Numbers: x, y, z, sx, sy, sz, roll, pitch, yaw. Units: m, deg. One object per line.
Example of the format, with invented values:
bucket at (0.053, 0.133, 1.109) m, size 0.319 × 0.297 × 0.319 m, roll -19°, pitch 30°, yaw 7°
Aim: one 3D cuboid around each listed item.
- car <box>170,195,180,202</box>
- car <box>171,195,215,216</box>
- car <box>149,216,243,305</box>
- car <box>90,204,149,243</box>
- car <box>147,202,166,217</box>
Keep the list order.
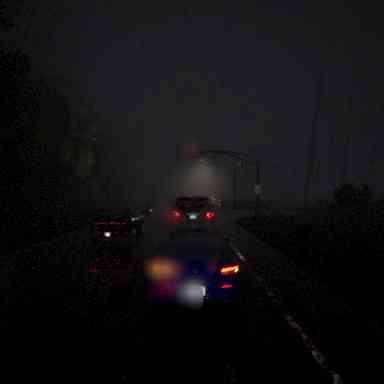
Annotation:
car at (-3.773, 1.502, 74.778) m, size 1.837 × 1.490 × 4.892 m, roll 0°, pitch 0°, yaw 0°
car at (0.036, 1.226, 17.645) m, size 2.150 × 2.045 × 5.566 m, roll 0°, pitch 0°, yaw 0°
car at (0.076, 1.528, 7.979) m, size 1.812 × 1.442 × 4.674 m, roll 0°, pitch 0°, yaw 0°
car at (-3.459, 1.506, 16.020) m, size 1.837 × 1.490 × 4.892 m, roll 0°, pitch -1°, yaw 0°
car at (-3.516, 1.571, 30.931) m, size 1.994 × 1.385 × 4.181 m, roll 0°, pitch 0°, yaw 0°
